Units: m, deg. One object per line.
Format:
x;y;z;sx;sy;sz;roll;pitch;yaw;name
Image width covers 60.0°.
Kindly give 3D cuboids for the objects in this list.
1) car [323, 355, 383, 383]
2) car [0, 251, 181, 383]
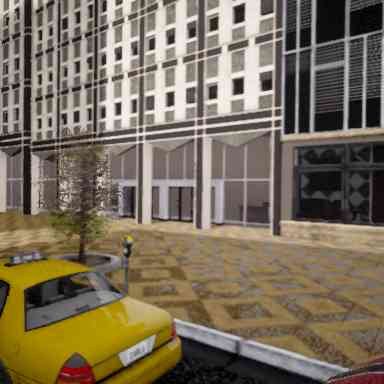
2.357;1.448;1.184;4.097;1.590;1.967;0;1;35;car
-2.409;1.499;4.582;4.829;1.417;1.752;0;1;35;car
